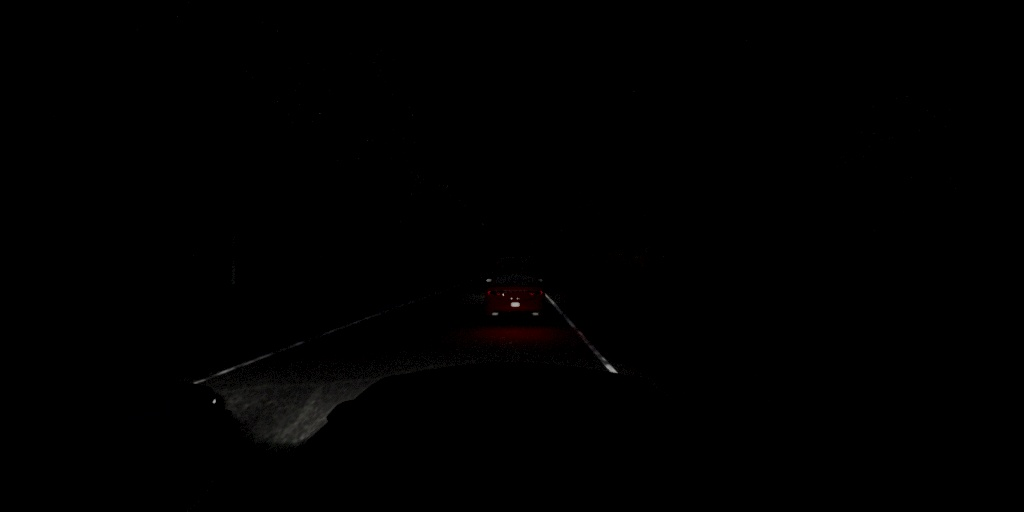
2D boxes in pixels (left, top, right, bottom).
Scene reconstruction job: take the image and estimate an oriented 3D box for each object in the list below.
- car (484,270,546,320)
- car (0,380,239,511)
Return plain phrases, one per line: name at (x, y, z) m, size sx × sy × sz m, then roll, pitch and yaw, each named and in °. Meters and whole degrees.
car at (0.095, 1.231, 12.679) m, size 1.882 × 1.535 × 5.008 m, roll 0°, pitch 0°, yaw 0°
car at (-3.326, 1.275, 1.170) m, size 1.812 × 1.442 × 4.674 m, roll 0°, pitch 0°, yaw 1°
